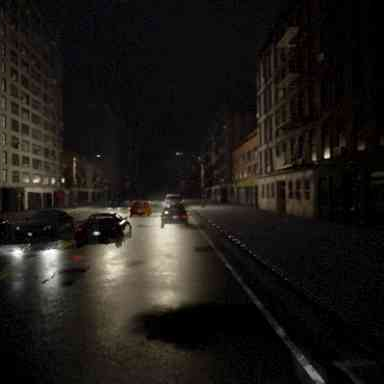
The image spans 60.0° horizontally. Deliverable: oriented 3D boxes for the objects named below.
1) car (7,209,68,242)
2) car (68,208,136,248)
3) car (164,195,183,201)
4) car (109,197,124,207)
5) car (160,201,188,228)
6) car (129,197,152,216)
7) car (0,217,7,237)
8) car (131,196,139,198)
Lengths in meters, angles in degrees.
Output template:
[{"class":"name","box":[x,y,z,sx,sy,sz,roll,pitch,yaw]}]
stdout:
[{"class":"car","box":[-7.589,1.676,17.654,1.812,1.442,4.674,-1,0,-4]},{"class":"car","box":[-3.999,1.656,15.482,1.994,1.385,4.181,-1,0,-4]},{"class":"car","box":[-2.352,1.352,41.562,2.150,2.045,5.566,-1,0,-4]},{"class":"car","box":[-13.234,1.624,58.369,1.882,1.535,5.008,-1,0,-3]},{"class":"car","box":[-1.227,1.616,23.143,2.033,1.411,5.357,-1,0,-3]},{"class":"car","box":[-5.119,1.630,33.833,1.882,1.535,5.008,-1,0,-3]},{"class":"car","box":[-10.774,1.760,16.503,1.994,1.385,4.181,-1,0,-3]},{"class":"car","box":[-9.992,1.446,58.568,1.837,1.490,4.892,-1,0,-3]}]
